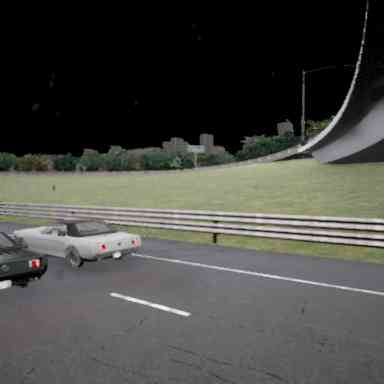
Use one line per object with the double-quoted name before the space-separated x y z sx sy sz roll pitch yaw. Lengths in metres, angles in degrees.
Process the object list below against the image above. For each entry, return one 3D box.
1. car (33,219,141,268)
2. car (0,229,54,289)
"car" -4.020 1.568 11.140 4.718 1.301 1.895 0 0 35
"car" -5.590 1.570 7.963 4.718 1.301 1.895 0 0 35
